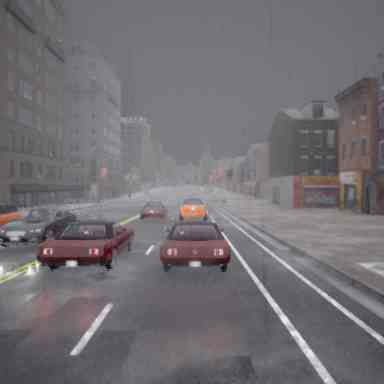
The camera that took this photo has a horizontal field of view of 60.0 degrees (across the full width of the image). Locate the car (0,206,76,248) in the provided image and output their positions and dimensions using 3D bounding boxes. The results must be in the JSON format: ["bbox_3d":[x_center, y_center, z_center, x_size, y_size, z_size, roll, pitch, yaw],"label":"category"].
[{"bbox_3d":[-6.596,1.470,14.827,2.128,1.511,4.902,0,0,0],"label":"car"}]

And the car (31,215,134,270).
[{"bbox_3d":[-3.153,1.587,10.965,1.895,1.301,4.718,0,0,0],"label":"car"}]

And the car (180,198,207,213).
[{"bbox_3d":[0.101,1.284,27.213,2.097,1.767,4.553,0,0,0],"label":"car"}]

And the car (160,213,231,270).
[{"bbox_3d":[0.096,1.588,10.886,1.895,1.301,4.718,0,0,0],"label":"car"}]

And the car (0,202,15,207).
[{"bbox_3d":[-9.845,1.328,15.699,2.097,1.767,4.553,0,0,0],"label":"car"}]

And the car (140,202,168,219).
[{"bbox_3d":[-3.146,1.491,28.175,1.994,1.385,4.181,0,0,0],"label":"car"}]
